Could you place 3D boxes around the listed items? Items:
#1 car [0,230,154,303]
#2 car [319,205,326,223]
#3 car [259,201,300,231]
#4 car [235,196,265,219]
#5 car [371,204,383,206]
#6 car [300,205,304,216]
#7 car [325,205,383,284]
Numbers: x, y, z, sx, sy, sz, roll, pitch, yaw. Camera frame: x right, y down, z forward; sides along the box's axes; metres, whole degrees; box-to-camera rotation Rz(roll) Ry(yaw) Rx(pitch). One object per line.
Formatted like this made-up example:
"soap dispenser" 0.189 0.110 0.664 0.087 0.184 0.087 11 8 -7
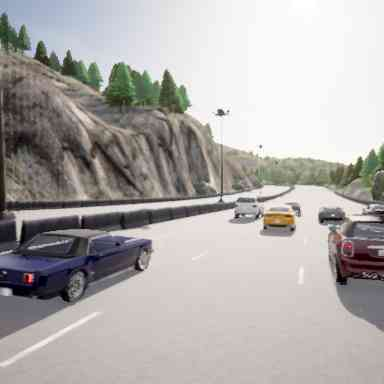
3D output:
"car" -2.733 1.606 8.349 1.895 1.301 4.718 0 0 20
"car" 11.621 1.789 27.659 1.994 1.385 4.181 0 0 20
"car" 5.966 1.625 22.251 1.882 1.535 5.008 0 0 20
"car" 5.512 1.404 31.351 2.150 2.045 5.566 0 0 20
"car" 15.081 1.760 26.938 1.837 1.490 4.892 0 0 20
"car" 10.987 1.760 36.260 1.837 1.490 4.892 0 0 20
"car" 5.163 1.440 9.630 2.097 1.767 4.553 0 0 20
